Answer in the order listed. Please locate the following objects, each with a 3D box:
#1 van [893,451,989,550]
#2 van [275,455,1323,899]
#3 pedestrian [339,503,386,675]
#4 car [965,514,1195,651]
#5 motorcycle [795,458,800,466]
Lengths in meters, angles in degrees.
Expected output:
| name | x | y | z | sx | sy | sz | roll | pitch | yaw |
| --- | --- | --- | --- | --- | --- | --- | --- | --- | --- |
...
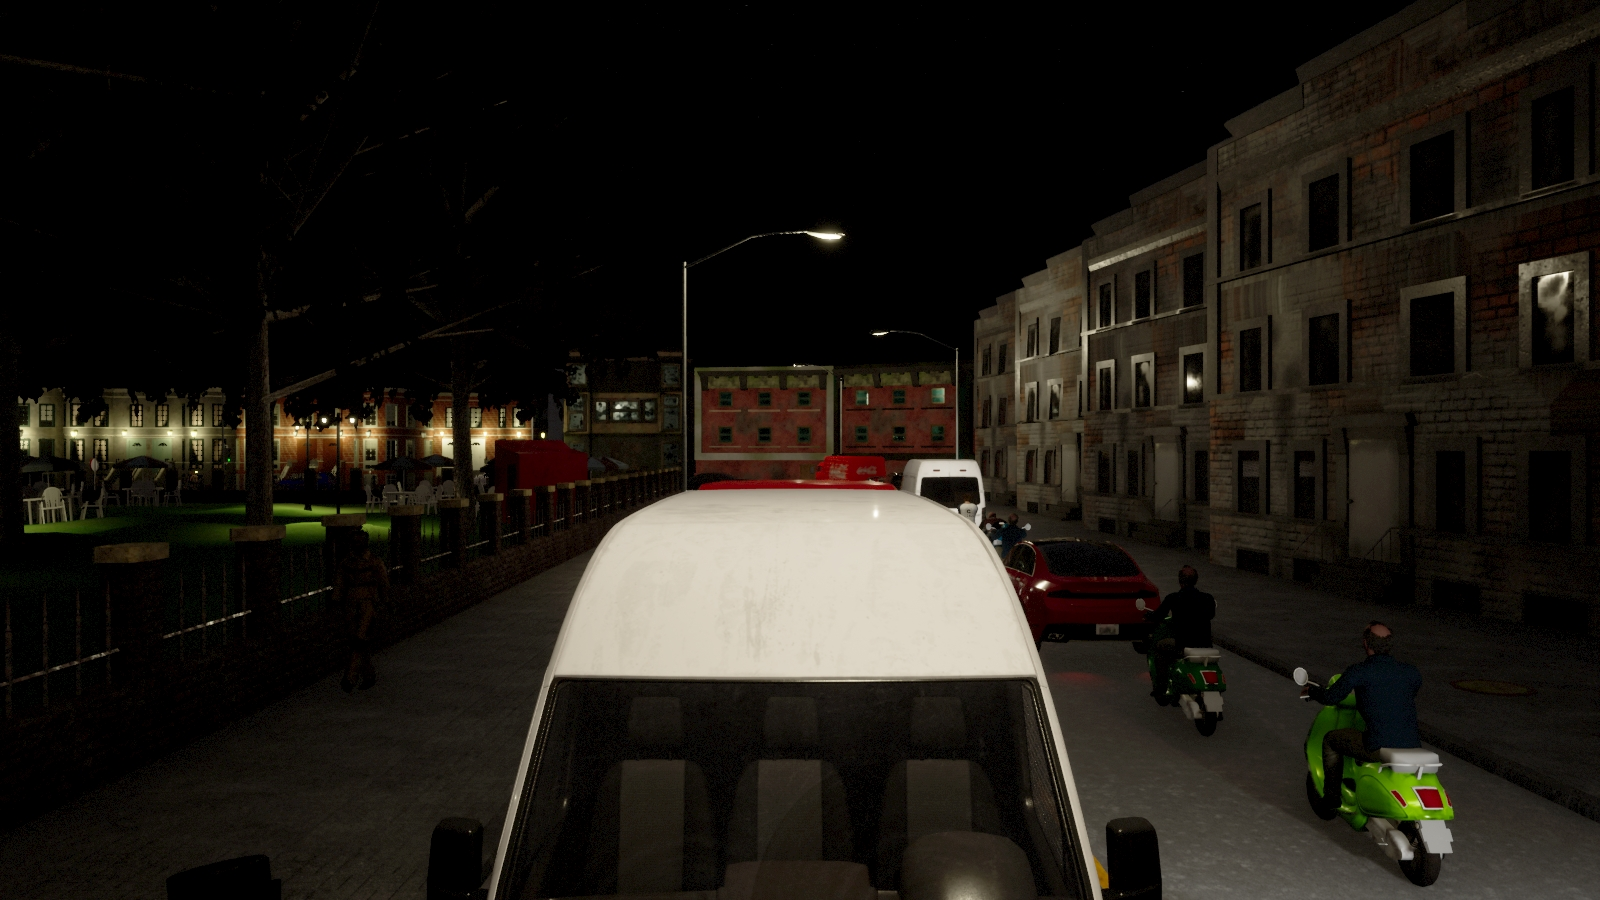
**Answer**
| name | x | y | z | sx | sy | sz | roll | pitch | yaw |
| --- | --- | --- | --- | --- | --- | --- | --- | --- | --- |
| van | 3.906 | 1.314 | 32.634 | 1.988 | 2.561 | 5.915 | 0 | 0 | 0 |
| van | -0.006 | 1.314 | 5.127 | 1.988 | 2.561 | 5.915 | 0 | 0 | 0 |
| pedestrian | -4.831 | 1.525 | 12.633 | 0.375 | 1.860 | 0.375 | 0 | 0 | 0 |
| car | 3.953 | 1.841 | 17.118 | 2.231 | 1.480 | 4.892 | 0 | 0 | 0 |
| motorcycle | -0.384 | 1.962 | 183.190 | 0.856 | 1.236 | 1.805 | 0 | 0 | 0 |
